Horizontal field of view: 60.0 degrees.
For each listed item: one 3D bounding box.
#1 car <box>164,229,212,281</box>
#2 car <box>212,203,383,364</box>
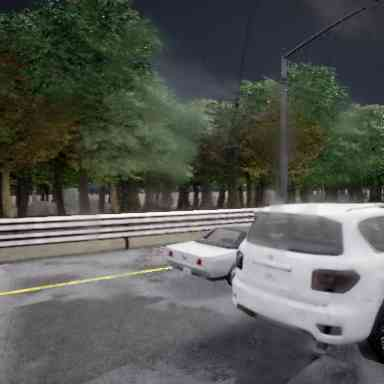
[{"bbox_3d":[1.695,1.594,9.247,4.718,1.301,1.895,0,0,-35],"label":"car"},{"bbox_3d":[3.247,1.216,6.056,5.566,2.045,2.150,0,0,-35],"label":"car"}]
